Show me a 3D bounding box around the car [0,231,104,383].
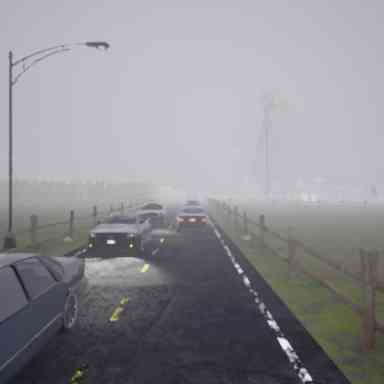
[{"bbox_3d":[-2.843,1.545,4.055,2.033,1.411,5.357,0,0,0],"label":"car"}]

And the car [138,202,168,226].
[{"bbox_3d":[-2.760,1.467,23.807,1.882,1.535,5.008,0,0,0],"label":"car"}]

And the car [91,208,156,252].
[{"bbox_3d":[-2.817,1.556,13.613,1.994,1.385,4.181,0,0,0],"label":"car"}]

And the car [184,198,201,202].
[{"bbox_3d":[0.069,1.491,39.558,1.837,1.490,4.892,0,0,0],"label":"car"}]

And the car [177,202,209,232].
[{"bbox_3d":[0.058,1.538,20.134,2.033,1.411,5.357,0,0,0],"label":"car"}]
